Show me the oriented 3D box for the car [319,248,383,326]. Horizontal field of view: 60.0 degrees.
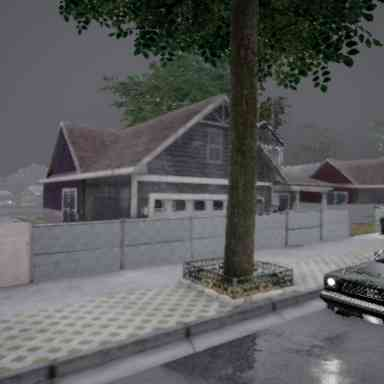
[{"bbox_3d":[4.516,1.611,6.290,4.718,1.301,1.895,0,0,-35],"label":"car"}]
